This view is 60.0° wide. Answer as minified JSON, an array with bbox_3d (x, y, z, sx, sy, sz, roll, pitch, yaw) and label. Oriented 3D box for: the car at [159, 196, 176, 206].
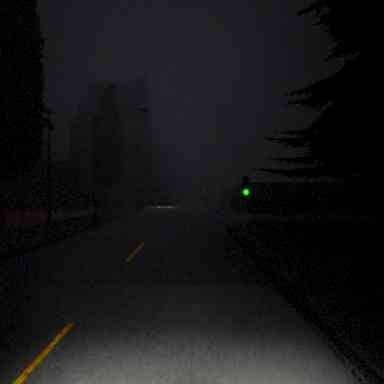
[{"bbox_3d":[-4.123,1.483,52.102,2.033,1.411,5.357,0,0,0],"label":"car"}]
